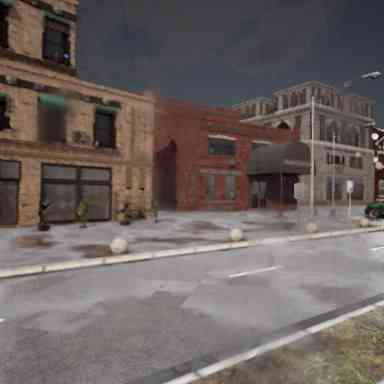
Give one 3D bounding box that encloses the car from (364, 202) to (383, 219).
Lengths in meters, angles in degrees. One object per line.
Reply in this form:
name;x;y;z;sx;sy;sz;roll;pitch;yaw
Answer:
car;17.693;1.334;28.136;2.435;2.045;5.566;0;0;-35
